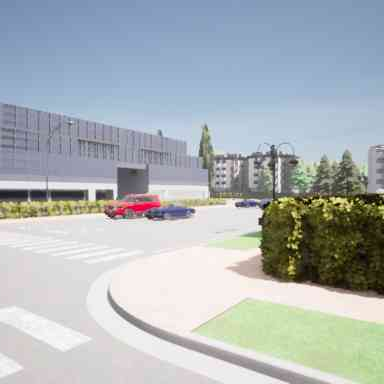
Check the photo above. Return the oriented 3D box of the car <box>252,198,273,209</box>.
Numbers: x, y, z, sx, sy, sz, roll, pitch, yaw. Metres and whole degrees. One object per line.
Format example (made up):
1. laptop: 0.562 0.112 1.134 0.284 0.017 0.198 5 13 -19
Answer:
1. car: 10.453 1.507 44.826 2.128 1.511 4.902 0 0 34

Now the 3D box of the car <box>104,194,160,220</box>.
1. car: -4.960 1.235 28.897 2.150 2.045 5.566 0 0 36

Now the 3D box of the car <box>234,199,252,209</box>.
1. car: 7.751 1.614 47.035 1.895 1.301 4.718 0 0 34

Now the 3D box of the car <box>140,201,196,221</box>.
1. car: -1.752 1.614 27.382 1.895 1.301 4.718 0 0 35
